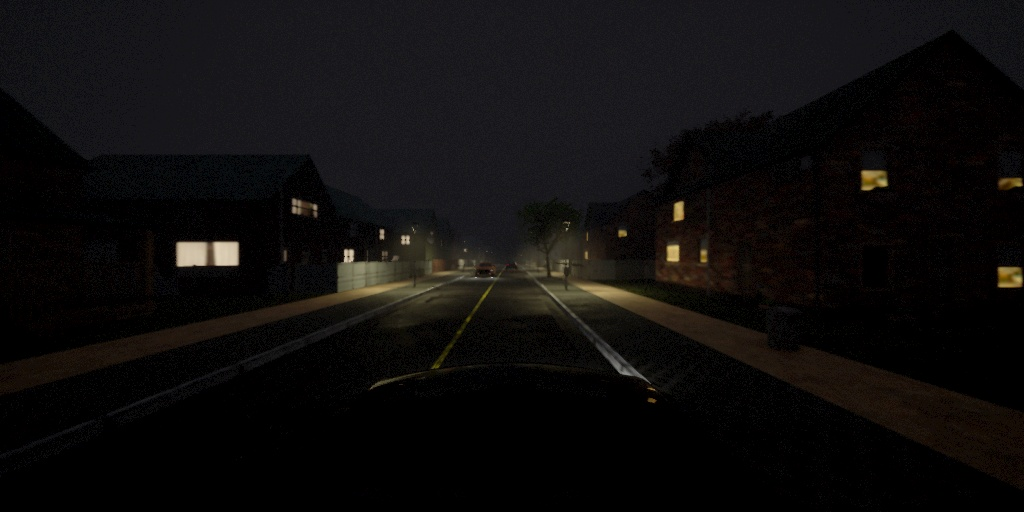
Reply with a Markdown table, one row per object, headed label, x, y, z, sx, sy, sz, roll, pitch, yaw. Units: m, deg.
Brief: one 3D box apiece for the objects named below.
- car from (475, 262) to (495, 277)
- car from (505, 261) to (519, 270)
| label | x | y | z | sx | sy | sz | roll | pitch | yaw |
| --- | --- | --- | --- | --- | --- | --- | --- | --- | --- |
| car | -2.780 | 1.372 | 38.116 | 1.882 | 1.535 | 5.008 | 0 | 0 | 0 |
| car | -0.045 | 1.497 | 56.735 | 1.812 | 1.442 | 4.674 | 0 | 0 | 0 |
